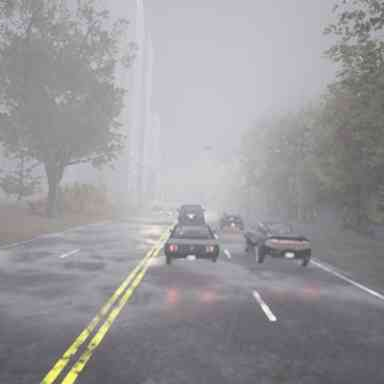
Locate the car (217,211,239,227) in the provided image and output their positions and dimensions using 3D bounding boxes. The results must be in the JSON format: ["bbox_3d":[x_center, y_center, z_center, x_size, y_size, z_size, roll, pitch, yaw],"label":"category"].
[{"bbox_3d":[3.249,2.371,28.521,1.837,1.490,4.892,4,-1,0],"label":"car"}]

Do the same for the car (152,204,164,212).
[{"bbox_3d":[-6.633,3.099,65.094,1.994,1.385,4.181,2,-1,0],"label":"car"}]

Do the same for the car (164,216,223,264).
[{"bbox_3d":[0.006,1.900,13.279,1.895,1.301,4.718,1,0,0],"label":"car"}]

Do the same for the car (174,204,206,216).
[{"bbox_3d":[-0.056,1.975,27.595,2.150,2.045,5.566,0,0,0],"label":"car"}]

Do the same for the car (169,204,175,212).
[{"bbox_3d":[-3.382,3.178,65.105,1.812,1.442,4.674,2,-1,0],"label":"car"}]

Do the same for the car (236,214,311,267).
[{"bbox_3d":[3.278,1.954,13.505,2.128,1.511,4.902,3,-1,0],"label":"car"}]
